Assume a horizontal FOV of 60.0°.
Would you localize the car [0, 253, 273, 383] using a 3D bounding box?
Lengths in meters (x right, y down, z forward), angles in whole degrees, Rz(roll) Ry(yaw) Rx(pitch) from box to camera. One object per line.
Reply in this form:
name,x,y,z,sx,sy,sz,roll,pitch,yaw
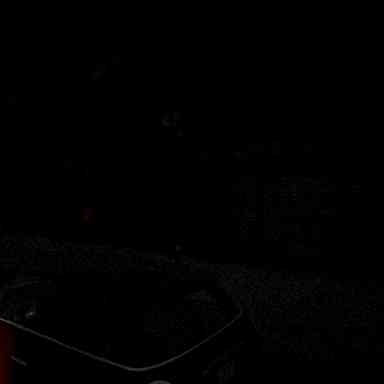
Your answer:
car,-1.311,1.440,3.745,4.097,1.590,1.967,0,0,35
